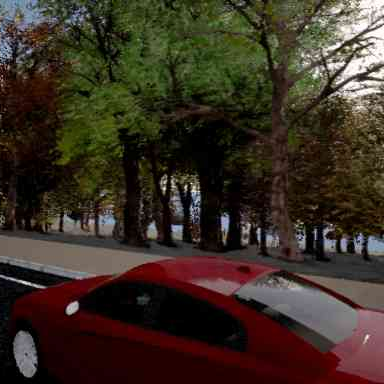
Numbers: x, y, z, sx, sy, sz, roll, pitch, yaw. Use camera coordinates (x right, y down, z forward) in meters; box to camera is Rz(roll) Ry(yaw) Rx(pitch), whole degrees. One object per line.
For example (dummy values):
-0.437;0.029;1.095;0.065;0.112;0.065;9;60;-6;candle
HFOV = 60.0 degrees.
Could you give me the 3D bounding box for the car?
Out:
-0.151;1.507;3.792;5.008;1.535;1.882;-1;0;36;car
